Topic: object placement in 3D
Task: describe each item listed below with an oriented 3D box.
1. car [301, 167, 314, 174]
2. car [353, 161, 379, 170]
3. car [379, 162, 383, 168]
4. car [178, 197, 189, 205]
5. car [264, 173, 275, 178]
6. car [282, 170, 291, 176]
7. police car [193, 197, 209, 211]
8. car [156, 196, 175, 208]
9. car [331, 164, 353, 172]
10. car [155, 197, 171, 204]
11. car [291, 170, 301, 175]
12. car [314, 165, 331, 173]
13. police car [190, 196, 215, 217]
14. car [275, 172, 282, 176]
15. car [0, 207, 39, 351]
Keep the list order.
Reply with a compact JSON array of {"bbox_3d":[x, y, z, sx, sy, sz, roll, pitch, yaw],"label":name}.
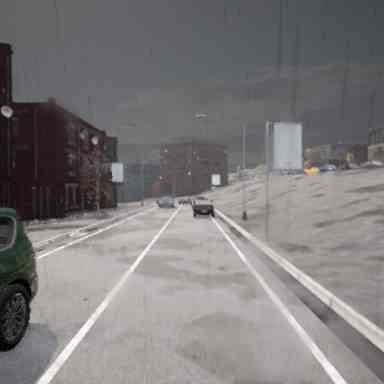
[{"bbox_3d":[22.434,-3.771,61.042,2.097,1.535,5.008,0,1,-4],"label":"car"},{"bbox_3d":[24.228,-3.424,44.372,2.002,1.452,4.674,0,1,-7],"label":"car"},{"bbox_3d":[25.034,-3.363,39.011,2.231,1.521,4.892,0,1,-9],"label":"car"},{"bbox_3d":[-1.342,1.789,65.262,1.812,1.442,4.674,0,-1,-17],"label":"car"},{"bbox_3d":[21.477,-4.304,88.575,2.185,1.767,4.553,0,1,-1],"label":"car"},{"bbox_3d":[21.846,-3.969,72.121,2.231,1.521,4.892,0,1,-1],"label":"car"},{"bbox_3d":[1.042,1.422,40.999,1.930,1.638,5.238,0,0,0],"label":"police car"},{"bbox_3d":[-3.611,1.380,47.323,2.097,1.767,4.553,0,0,0],"label":"car"},{"bbox_3d":[23.525,-3.535,49.846,2.163,1.488,4.792,0,1,-6],"label":"car"},{"bbox_3d":[-7.187,2.053,81.210,1.837,1.490,4.892,-1,-2,-31],"label":"car"},{"bbox_3d":[22.081,-3.832,66.579,2.002,1.452,4.674,0,1,-3],"label":"car"},{"bbox_3d":[22.903,-3.795,55.536,2.185,1.767,4.553,0,1,-5],"label":"car"},{"bbox_3d":[1.043,1.417,30.995,1.930,1.638,5.238,0,0,0],"label":"police car"},{"bbox_3d":[21.717,-4.047,77.638,2.231,1.521,4.892,0,1,-1],"label":"car"},{"bbox_3d":[-3.601,1.221,3.264,2.150,2.045,5.566,0,0,0],"label":"car"}]
